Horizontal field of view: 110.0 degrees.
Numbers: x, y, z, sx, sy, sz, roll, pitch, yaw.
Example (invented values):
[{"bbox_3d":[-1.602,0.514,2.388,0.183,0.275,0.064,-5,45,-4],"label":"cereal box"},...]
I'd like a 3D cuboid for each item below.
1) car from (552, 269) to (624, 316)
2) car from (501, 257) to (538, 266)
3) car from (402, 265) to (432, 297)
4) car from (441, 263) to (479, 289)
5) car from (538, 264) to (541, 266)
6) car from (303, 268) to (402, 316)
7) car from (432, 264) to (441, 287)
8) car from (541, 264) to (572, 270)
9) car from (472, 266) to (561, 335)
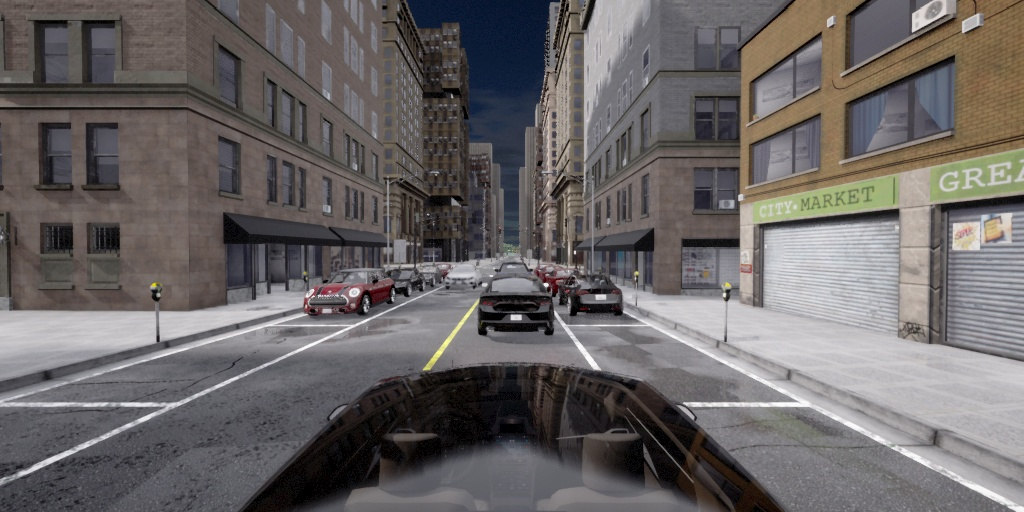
[{"bbox_3d":[2.763,1.314,13.170,1.948,1.339,4.313,0,0,0],"label":"car"},{"bbox_3d":[0.104,1.100,19.722,2.097,1.767,4.553,0,0,0],"label":"car"},{"bbox_3d":[-5.762,1.313,18.676,1.948,1.339,4.313,0,0,0],"label":"car"},{"bbox_3d":[-3.042,1.273,23.020,1.812,1.442,4.674,0,0,1],"label":"car"},{"bbox_3d":[2.764,1.293,24.180,1.888,1.381,4.507,0,0,0],"label":"car"},{"bbox_3d":[-5.763,1.188,13.171,1.967,1.591,4.097,0,0,0],"label":"car"},{"bbox_3d":[-5.761,1.298,24.181,2.007,1.370,4.403,0,0,0],"label":"car"},{"bbox_3d":[2.764,1.293,18.674,1.888,1.381,4.507,0,0,0],"label":"car"},{"bbox_3d":[0.099,1.226,10.499,1.882,1.535,5.008,0,0,0],"label":"car"}]
